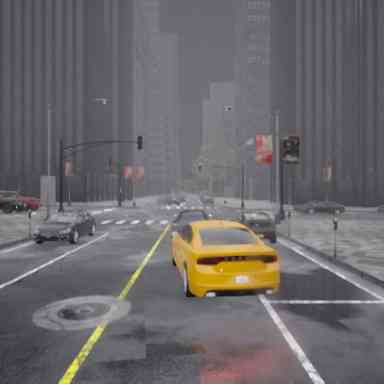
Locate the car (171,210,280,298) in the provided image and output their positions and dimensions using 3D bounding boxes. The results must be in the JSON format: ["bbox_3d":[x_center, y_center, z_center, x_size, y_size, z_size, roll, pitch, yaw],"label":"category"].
[{"bbox_3d":[0.558,1.472,8.635,1.882,1.535,5.008,0,0,-9],"label":"car"}]

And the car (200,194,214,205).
[{"bbox_3d":[2.897,1.529,57.737,2.008,1.369,4.403,0,0,0],"label":"car"}]

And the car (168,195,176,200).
[{"bbox_3d":[-5.361,1.520,90.878,1.887,1.381,4.507,0,0,0],"label":"car"}]

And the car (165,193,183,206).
[{"bbox_3d":[-2.955,1.456,55.393,1.882,1.535,5.008,0,0,1],"label":"car"}]

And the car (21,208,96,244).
[{"bbox_3d":[-5.776,1.542,15.548,2.008,1.369,4.403,0,0,0],"label":"car"}]

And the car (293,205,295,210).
[{"bbox_3d":[14.868,1.815,40.945,4.674,1.442,1.812,1,0,2],"label":"car"}]

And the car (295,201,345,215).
[{"bbox_3d":[14.720,1.787,37.684,4.892,1.490,1.837,1,0,1],"label":"car"}]

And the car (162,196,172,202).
[{"bbox_3d":[-5.494,1.542,74.341,1.947,1.339,4.313,0,0,0],"label":"car"}]

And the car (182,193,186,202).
[{"bbox_3d":[-2.845,1.468,65.337,2.128,1.511,4.902,0,0,1],"label":"car"}]

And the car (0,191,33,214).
[{"bbox_3d":[-18.396,0.898,31.062,5.566,2.045,2.150,1,0,0],"label":"car"}]

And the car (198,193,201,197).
[{"bbox_3d":[3.031,1.291,74.275,2.192,1.841,5.009,0,0,0],"label":"car"}]

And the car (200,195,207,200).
[{"bbox_3d":[3.166,1.500,90.984,1.752,1.417,4.829,0,0,0],"label":"car"}]

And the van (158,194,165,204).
[{"bbox_3d":[-5.583,1.319,63.316,1.690,1.788,3.998,0,0,0],"label":"van"}]

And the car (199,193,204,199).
[{"bbox_3d":[2.986,1.528,68.762,2.008,1.369,4.403,0,0,0],"label":"car"}]

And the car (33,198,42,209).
[{"bbox_3d":[-18.468,0.901,34.313,5.566,2.045,2.150,1,0,0],"label":"car"}]

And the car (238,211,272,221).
[{"bbox_3d":[2.749,1.542,15.553,2.008,1.369,4.403,0,0,0],"label":"car"}]

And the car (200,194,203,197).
[{"bbox_3d":[2.943,1.503,63.419,1.752,1.417,4.829,0,0,0],"label":"car"}]

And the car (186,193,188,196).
[{"bbox_3d":[-2.717,1.201,76.365,2.150,2.045,5.566,0,0,0],"label":"car"}]

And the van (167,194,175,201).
[{"bbox_3d":[-5.405,1.317,85.366,1.690,1.788,3.998,0,0,0],"label":"van"}]

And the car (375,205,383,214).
[{"bbox_3d":[25.236,1.975,40.908,4.902,1.511,2.128,1,0,1],"label":"car"}]
